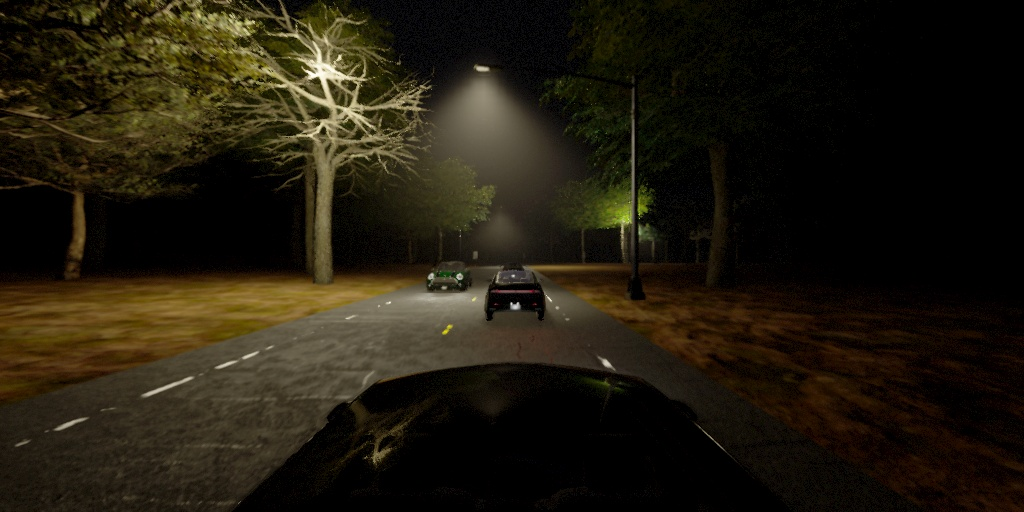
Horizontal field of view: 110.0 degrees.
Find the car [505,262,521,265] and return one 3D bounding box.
[{"bbox_3d":[0.096,1.268,29.700,1.837,1.490,4.892,0,0,0],"label":"car"}]

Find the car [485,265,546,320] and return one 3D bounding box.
[{"bbox_3d":[0.098,1.242,12.636,2.128,1.511,4.902,0,0,0],"label":"car"}]

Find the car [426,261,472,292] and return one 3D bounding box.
[{"bbox_3d":[-3.600,1.107,21.264,2.097,1.767,4.553,0,0,0],"label":"car"}]
